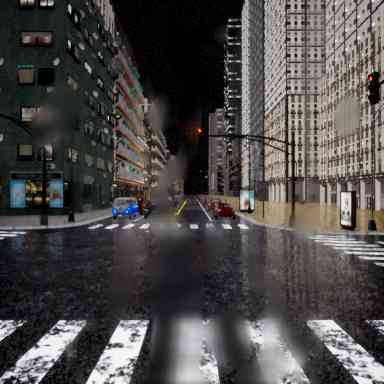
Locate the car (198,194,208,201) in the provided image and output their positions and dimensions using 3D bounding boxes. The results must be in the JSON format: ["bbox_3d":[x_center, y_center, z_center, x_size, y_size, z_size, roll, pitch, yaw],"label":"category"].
[{"bbox_3d":[2.718,1.377,83.710,2.192,1.841,5.009,0,0,0],"label":"car"}]

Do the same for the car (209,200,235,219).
[{"bbox_3d":[2.704,1.593,28.433,1.802,1.307,4.206,0,0,0],"label":"car"}]

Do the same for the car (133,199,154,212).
[{"bbox_3d":[-5.674,1.562,39.492,1.887,1.381,4.507,0,0,0],"label":"car"}]

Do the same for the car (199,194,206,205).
[{"bbox_3d":[2.711,1.470,56.071,1.967,1.590,4.097,0,0,0],"label":"car"}]

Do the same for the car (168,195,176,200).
[{"bbox_3d":[-5.662,1.644,94.767,1.947,1.339,4.313,0,0,0],"label":"car"}]

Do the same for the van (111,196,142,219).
[{"bbox_3d":[-5.675,1.352,28.436,1.690,1.788,3.998,0,0,0],"label":"van"}]

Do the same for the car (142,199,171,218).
[{"bbox_3d":[-3.112,1.575,29.622,1.994,1.385,4.181,0,0,-2],"label":"car"}]

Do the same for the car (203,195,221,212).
[{"bbox_3d":[2.708,1.457,39.489,1.967,1.590,4.097,0,0,0],"label":"car"}]

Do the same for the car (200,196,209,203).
[{"bbox_3d":[2.714,1.593,72.654,1.887,1.381,4.507,0,0,0],"label":"car"}]

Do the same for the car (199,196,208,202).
[{"bbox_3d":[2.715,1.637,78.182,1.802,1.307,4.206,0,0,0],"label":"car"}]

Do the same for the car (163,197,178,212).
[{"bbox_3d":[-3.091,1.618,39.739,1.895,1.301,4.718,0,0,0],"label":"car"}]

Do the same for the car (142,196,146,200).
[{"bbox_3d":[-5.674,1.329,33.964,2.192,1.841,5.009,0,0,0],"label":"car"}]
